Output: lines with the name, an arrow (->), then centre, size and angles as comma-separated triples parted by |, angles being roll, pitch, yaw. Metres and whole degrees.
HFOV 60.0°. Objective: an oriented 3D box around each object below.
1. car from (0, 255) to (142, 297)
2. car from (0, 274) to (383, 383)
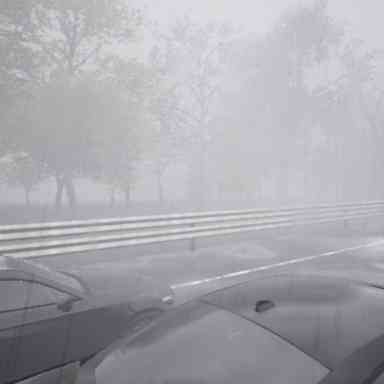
car -> -2.348, 1.518, 3.988 | 4.674, 1.442, 1.812 | -1, 1, -36
car -> 1.162, 1.444, 2.566 | 5.008, 1.535, 1.882 | -1, 0, -32
